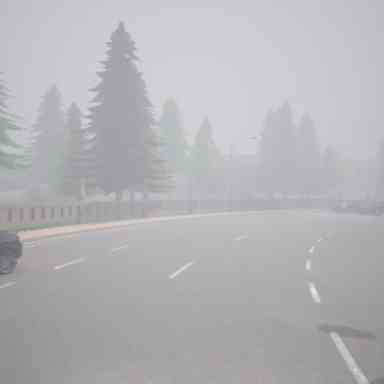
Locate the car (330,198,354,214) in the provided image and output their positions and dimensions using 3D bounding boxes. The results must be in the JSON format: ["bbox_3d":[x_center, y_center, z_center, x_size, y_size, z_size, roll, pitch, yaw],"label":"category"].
[{"bbox_3d":[18.211,1.533,38.563,4.553,1.767,2.097,0,0,-28],"label":"car"}]

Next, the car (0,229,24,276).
[{"bbox_3d":[-5.976,1.456,7.642,1.812,1.442,4.674,1,0,12],"label":"car"}]

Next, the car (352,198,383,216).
[{"bbox_3d":[19.696,1.707,35.395,4.892,1.490,1.837,1,0,-28],"label":"car"}]
